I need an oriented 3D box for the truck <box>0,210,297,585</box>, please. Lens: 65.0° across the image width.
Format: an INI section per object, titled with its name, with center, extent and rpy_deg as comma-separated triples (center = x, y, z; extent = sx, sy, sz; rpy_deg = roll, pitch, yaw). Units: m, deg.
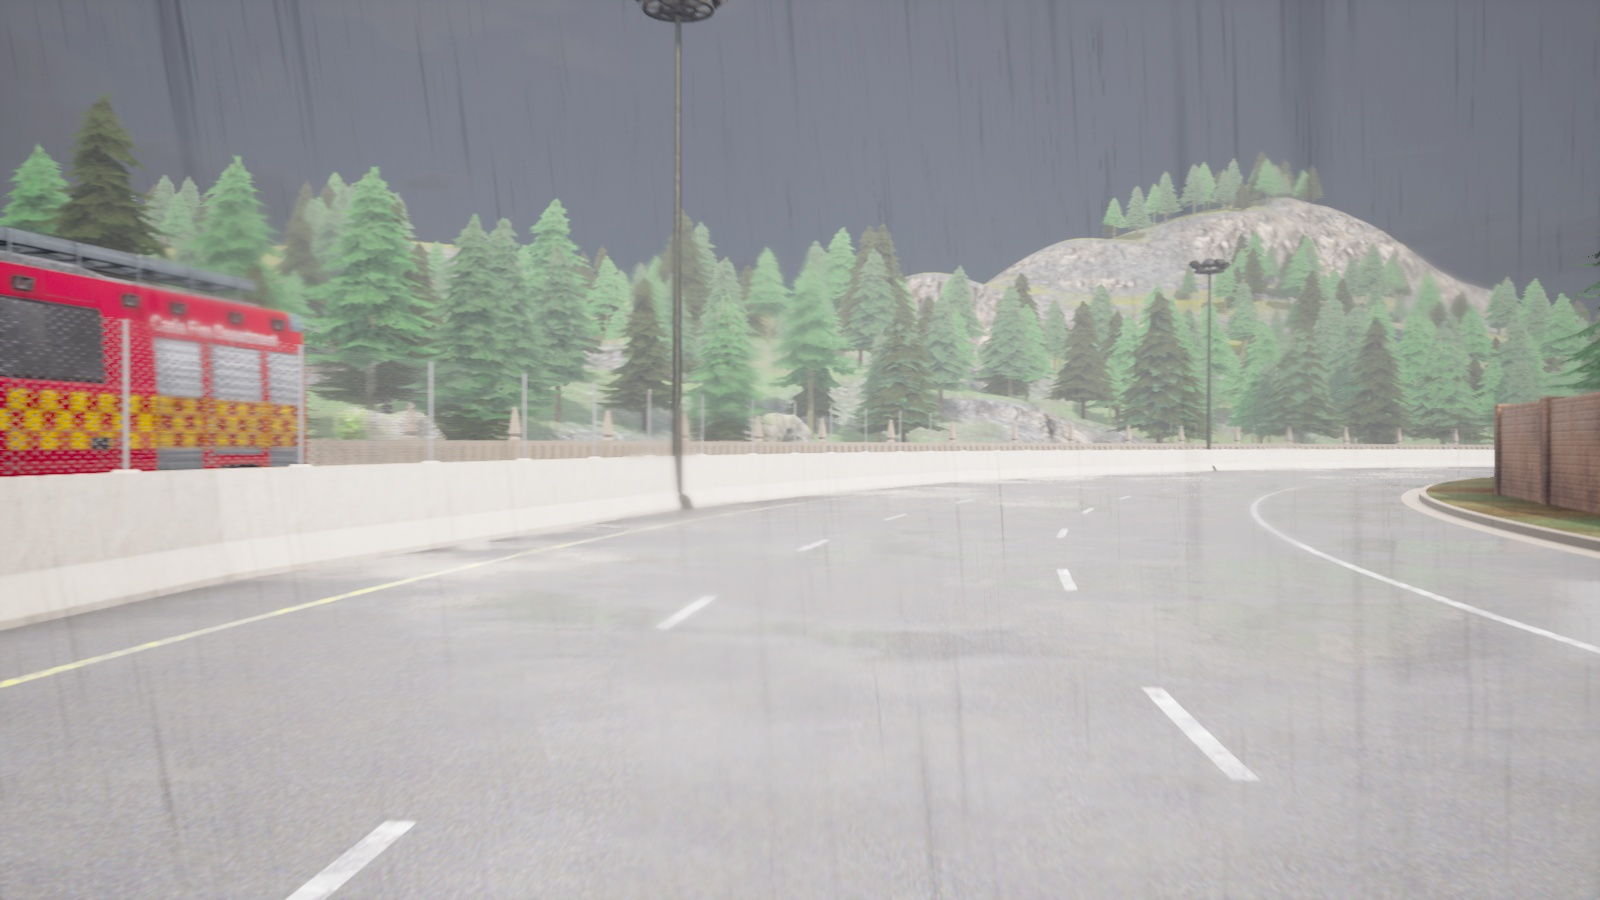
[truck]
center = -9.396, -0.544, 14.284
extent = 2.891, 3.827, 8.468
rpy_deg = 0, 0, 9
